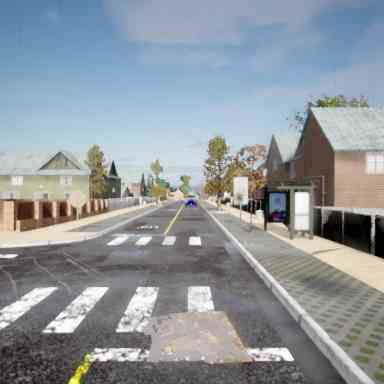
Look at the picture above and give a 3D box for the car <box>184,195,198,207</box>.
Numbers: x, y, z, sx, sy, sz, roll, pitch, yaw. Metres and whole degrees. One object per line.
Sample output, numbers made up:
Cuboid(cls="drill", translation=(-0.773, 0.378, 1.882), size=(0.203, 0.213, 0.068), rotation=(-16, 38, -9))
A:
Cuboid(cls="car", translation=(-0.108, 1.701, 53.840), size=(1.812, 1.442, 4.674), rotation=(0, 0, 0))
